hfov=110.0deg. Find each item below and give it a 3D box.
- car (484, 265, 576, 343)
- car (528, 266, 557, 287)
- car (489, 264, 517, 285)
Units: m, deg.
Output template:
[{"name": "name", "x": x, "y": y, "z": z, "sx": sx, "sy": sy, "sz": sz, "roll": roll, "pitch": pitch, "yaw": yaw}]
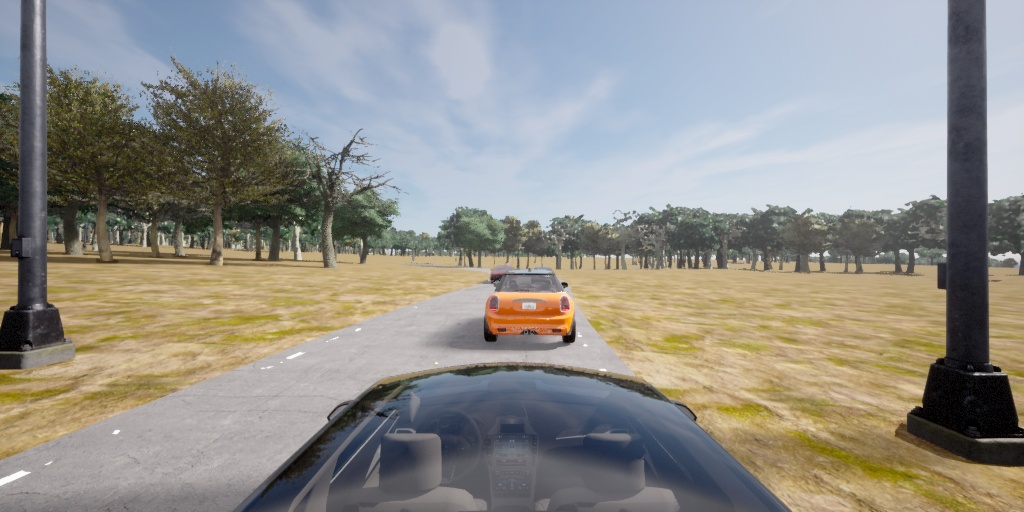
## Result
[{"name": "car", "x": 0.520, "y": 1.130, "z": 9.991, "sx": 2.097, "sy": 1.767, "sz": 4.553, "roll": 0, "pitch": 0, "yaw": 4}, {"name": "car", "x": 2.430, "y": 1.530, "z": 28.206, "sx": 2.033, "sy": 1.411, "sz": 5.357, "roll": 0, "pitch": -1, "yaw": 5}, {"name": "car", "x": -0.672, "y": 1.490, "z": 30.283, "sx": 1.882, "sy": 1.535, "sz": 5.008, "roll": 0, "pitch": -1, "yaw": 4}]
